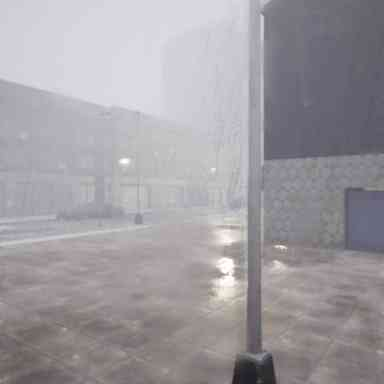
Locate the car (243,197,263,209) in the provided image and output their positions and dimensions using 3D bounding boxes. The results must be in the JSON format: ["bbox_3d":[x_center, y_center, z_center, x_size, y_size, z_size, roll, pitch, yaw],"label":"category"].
[{"bbox_3d":[9.205,1.418,44.531,2.128,1.511,4.902,0,0,36],"label":"car"}]

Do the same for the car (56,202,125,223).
[{"bbox_3d":[-7.732,1.509,25.872,2.033,1.411,5.357,0,0,36],"label":"car"}]

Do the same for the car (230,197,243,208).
[{"bbox_3d":[7.189,1.424,46.688,1.837,1.490,4.892,0,0,36],"label":"car"}]
